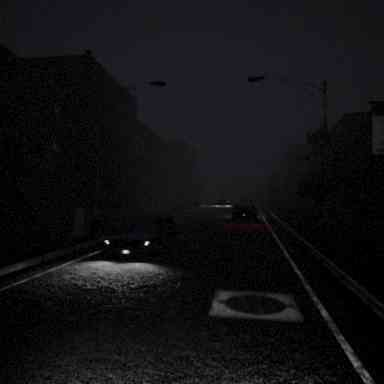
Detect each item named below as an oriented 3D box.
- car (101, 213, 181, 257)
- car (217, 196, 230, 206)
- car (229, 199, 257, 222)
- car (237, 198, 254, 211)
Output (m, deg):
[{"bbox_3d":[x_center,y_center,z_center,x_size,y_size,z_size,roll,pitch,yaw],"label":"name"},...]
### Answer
[{"bbox_3d":[-1.738,1.576,13.469,2.033,1.411,5.357,0,0,9],"label":"car"},{"bbox_3d":[5.311,1.418,55.664,1.882,1.535,5.008,0,0,10],"label":"car"},{"bbox_3d":[4.287,1.532,27.169,1.882,1.535,5.008,0,0,9],"label":"car"},{"bbox_3d":[6.964,1.550,43.300,2.033,1.411,5.357,0,0,9],"label":"car"}]
